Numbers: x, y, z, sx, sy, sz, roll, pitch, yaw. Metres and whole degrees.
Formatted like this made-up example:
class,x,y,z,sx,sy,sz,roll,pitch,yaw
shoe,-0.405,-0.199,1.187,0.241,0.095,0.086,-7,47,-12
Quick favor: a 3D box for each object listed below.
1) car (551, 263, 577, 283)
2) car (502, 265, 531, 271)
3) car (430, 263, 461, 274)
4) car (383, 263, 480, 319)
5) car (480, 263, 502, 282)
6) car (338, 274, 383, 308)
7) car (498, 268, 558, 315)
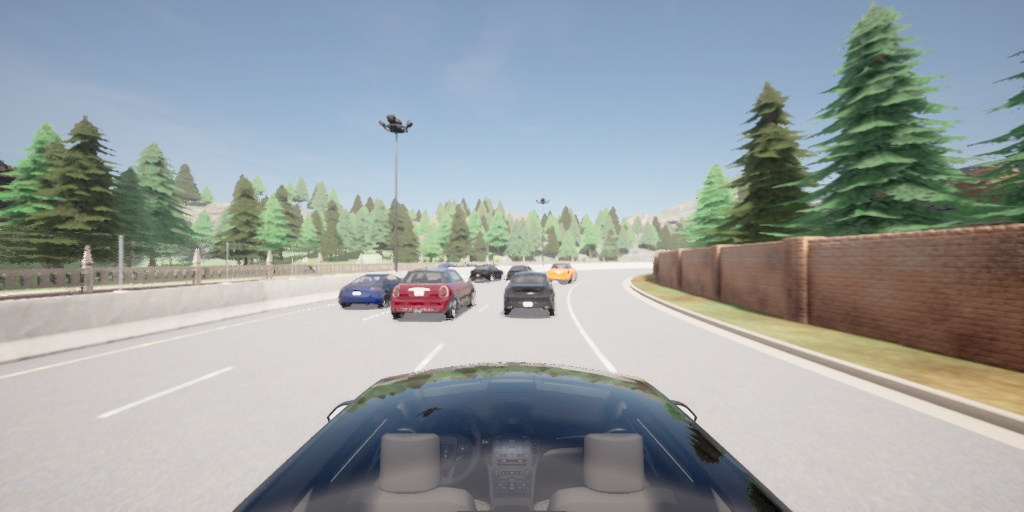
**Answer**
class,x,y,z,sx,sy,sz,roll,pitch,yaw
car,4.506,1.409,31.655,2.097,1.767,4.553,0,-1,17
car,0.940,1.578,32.020,1.837,1.490,4.892,-1,-1,17
car,-9.785,1.814,52.876,1.882,1.535,5.008,-1,-1,26
car,-2.780,1.240,13.630,2.097,1.767,4.553,0,-1,5
car,-2.241,1.577,33.543,1.882,1.535,5.008,0,-1,17
car,-5.993,1.491,16.373,1.994,1.385,4.181,0,-1,7
car,0.782,1.388,14.366,1.837,1.490,4.892,0,-1,6
